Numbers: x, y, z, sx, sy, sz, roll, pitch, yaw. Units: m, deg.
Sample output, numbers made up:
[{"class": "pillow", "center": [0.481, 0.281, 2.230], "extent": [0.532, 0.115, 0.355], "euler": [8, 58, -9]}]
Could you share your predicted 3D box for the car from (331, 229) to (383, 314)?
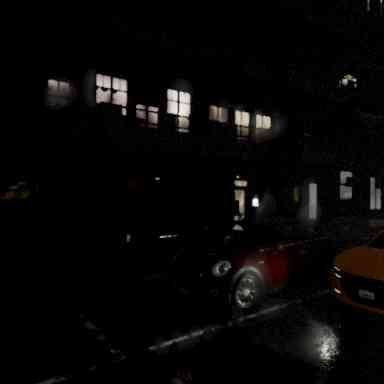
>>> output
[{"class": "car", "center": [4.859, 1.354, 6.856], "extent": [5.008, 1.535, 1.882], "euler": [-1, 1, -36]}]

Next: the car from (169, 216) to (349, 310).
[{"class": "car", "center": [1.469, 1.353, 7.596], "extent": [4.097, 1.590, 1.967], "euler": [-1, 2, -36]}]
